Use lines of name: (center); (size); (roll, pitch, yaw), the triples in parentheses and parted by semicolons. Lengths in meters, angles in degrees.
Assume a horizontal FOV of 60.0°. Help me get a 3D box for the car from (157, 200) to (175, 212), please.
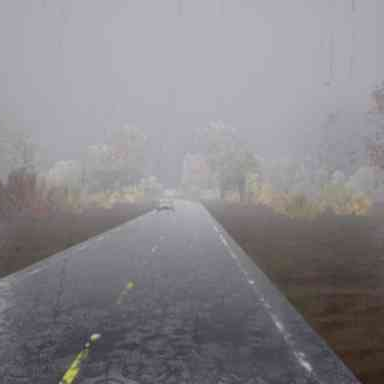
car: (-3.094, 1.678, 40.326); (1.994, 1.385, 4.181); (0, 0, 0)
